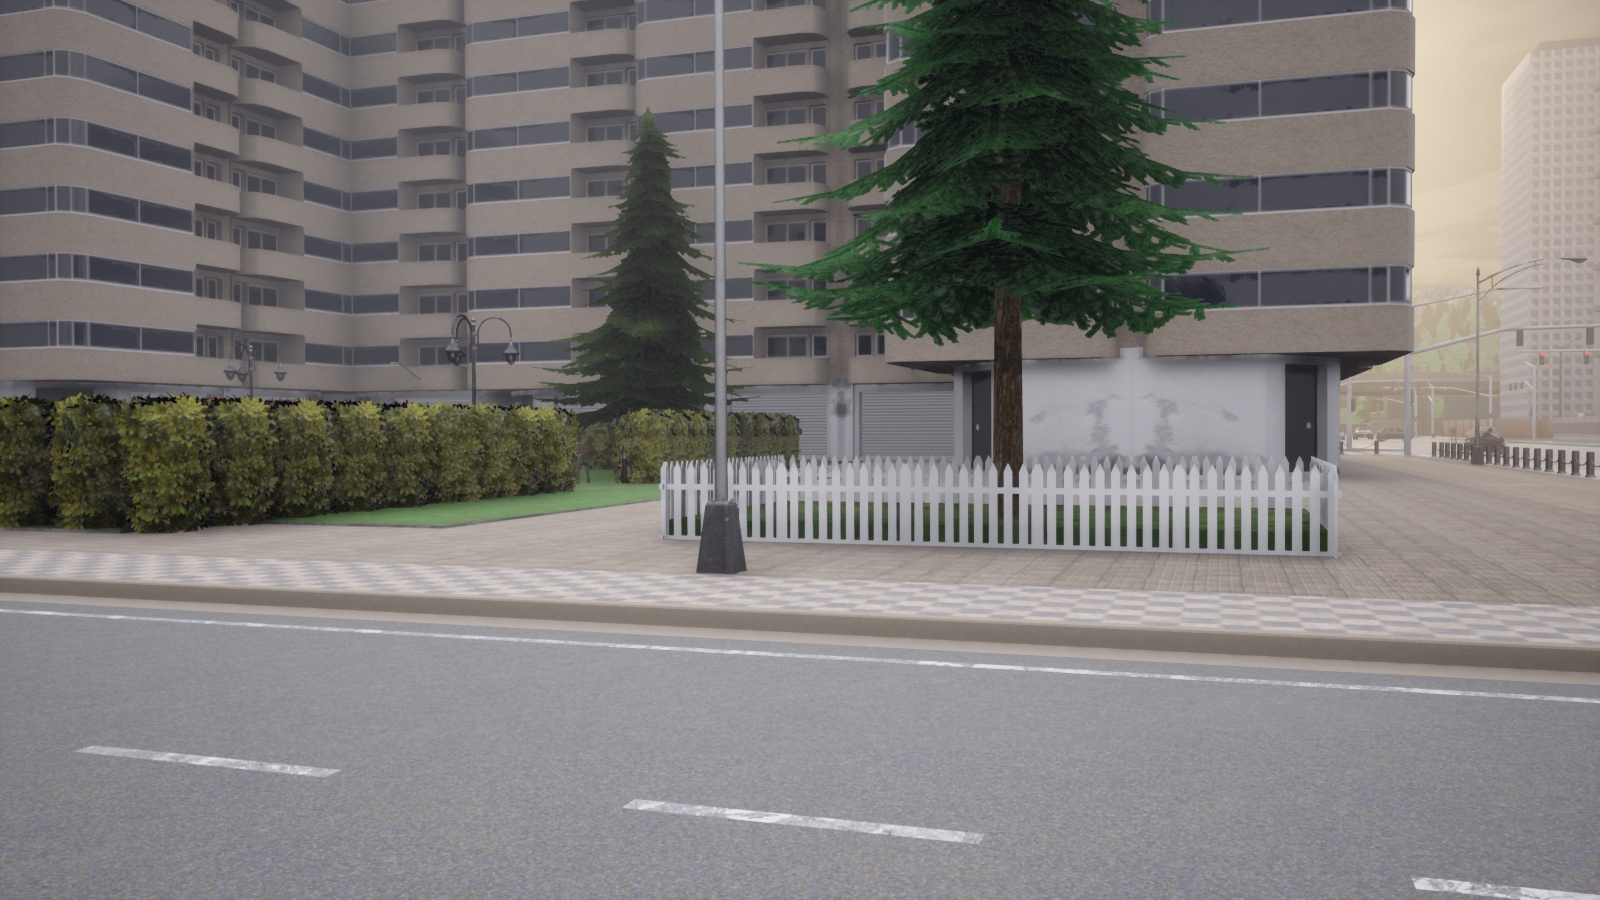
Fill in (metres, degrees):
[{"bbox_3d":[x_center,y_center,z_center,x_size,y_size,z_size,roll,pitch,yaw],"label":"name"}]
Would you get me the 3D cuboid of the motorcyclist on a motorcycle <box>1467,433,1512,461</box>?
[{"bbox_3d":[38.316,-0.194,69.783,2.044,1.523,0.797,0,1,17],"label":"motorcyclist on a motorcycle"}]
